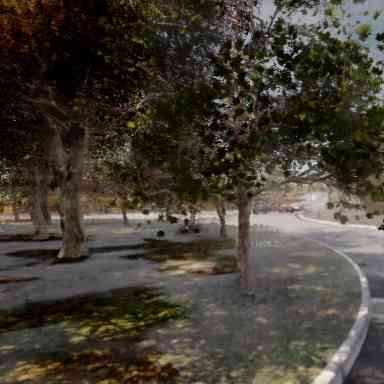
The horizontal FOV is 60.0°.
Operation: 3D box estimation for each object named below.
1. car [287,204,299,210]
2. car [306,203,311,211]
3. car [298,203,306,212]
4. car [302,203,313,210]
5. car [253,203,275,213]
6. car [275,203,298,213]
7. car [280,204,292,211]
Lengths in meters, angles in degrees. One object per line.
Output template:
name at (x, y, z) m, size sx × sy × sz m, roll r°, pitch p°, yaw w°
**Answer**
car at (23.589, 3.475, 77.611) m, size 1.895 × 1.301 × 4.718 m, roll -1°, pitch -3°, yaw 25°
car at (22.365, 3.146, 67.265) m, size 2.128 × 1.511 × 4.902 m, roll -1°, pitch -3°, yaw 25°
car at (18.045, 2.820, 57.892) m, size 1.895 × 1.301 × 4.718 m, roll -1°, pitch -3°, yaw 25°
car at (26.700, 3.355, 76.597) m, size 1.882 × 1.535 × 5.008 m, roll -1°, pitch -3°, yaw 25°
car at (9.924, 2.287, 47.082) m, size 2.033 × 1.411 × 5.357 m, roll -1°, pitch -2°, yaw 22°
car at (13.391, 2.350, 46.983) m, size 1.895 × 1.301 × 4.718 m, roll -1°, pitch -2°, yaw 22°
car at (19.417, 3.180, 68.634) m, size 1.812 × 1.442 × 4.674 m, roll -1°, pitch -3°, yaw 25°
